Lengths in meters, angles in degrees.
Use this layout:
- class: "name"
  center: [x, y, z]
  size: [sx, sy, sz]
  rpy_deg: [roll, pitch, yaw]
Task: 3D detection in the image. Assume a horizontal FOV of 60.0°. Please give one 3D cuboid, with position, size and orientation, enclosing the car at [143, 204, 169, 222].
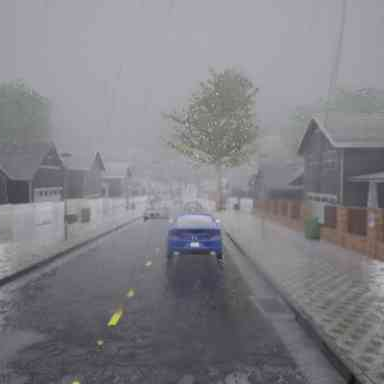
- class: "car"
  center: [-2.837, 1.664, 27.515]
  size: [1.994, 1.385, 4.181]
  rpy_deg: [0, 0, 0]

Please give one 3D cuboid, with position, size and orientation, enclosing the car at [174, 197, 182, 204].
- class: "car"
  center: [-2.726, 1.809, 68.609]
  size: [2.033, 1.411, 5.357]
  rpy_deg: [0, 0, 0]

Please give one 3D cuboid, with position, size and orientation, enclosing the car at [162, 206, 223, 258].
- class: "car"
  center: [0.096, 1.520, 12.955]
  size: [1.882, 1.535, 5.008]
  rpy_deg: [0, 0, 0]

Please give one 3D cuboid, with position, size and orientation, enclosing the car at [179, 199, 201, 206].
- class: "car"
  center: [0.109, 1.663, 31.011]
  size: [2.033, 1.411, 5.357]
  rpy_deg: [0, 0, 0]
